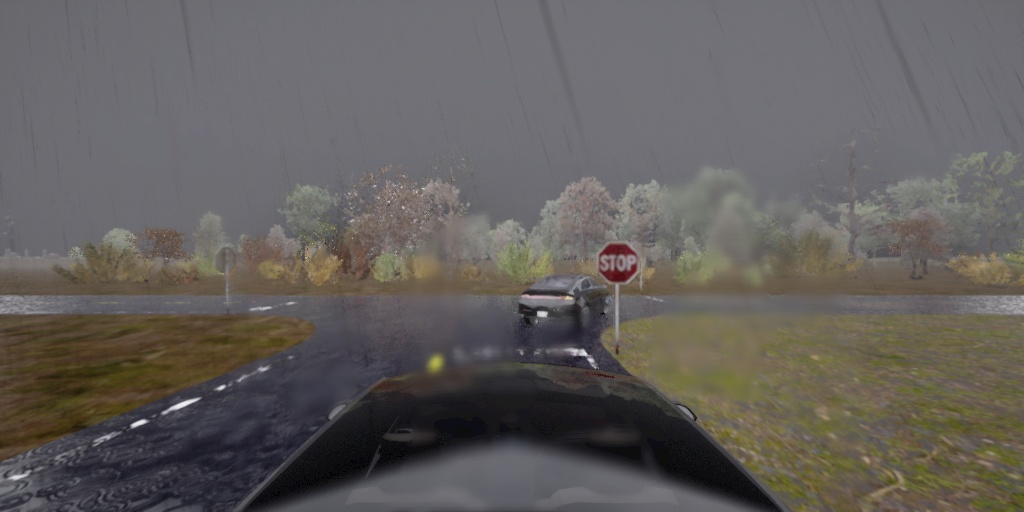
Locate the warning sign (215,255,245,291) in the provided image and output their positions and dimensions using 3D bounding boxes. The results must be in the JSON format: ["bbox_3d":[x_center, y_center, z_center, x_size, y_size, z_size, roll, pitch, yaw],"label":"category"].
[{"bbox_3d":[-16.117,1.046,20.480,1.060,1.860,1.300,0,0,0],"label":"warning sign"}]

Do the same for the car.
[{"bbox_3d":[1.890,1.325,11.570,2.128,1.511,4.902,-1,-1,27],"label":"car"}]
